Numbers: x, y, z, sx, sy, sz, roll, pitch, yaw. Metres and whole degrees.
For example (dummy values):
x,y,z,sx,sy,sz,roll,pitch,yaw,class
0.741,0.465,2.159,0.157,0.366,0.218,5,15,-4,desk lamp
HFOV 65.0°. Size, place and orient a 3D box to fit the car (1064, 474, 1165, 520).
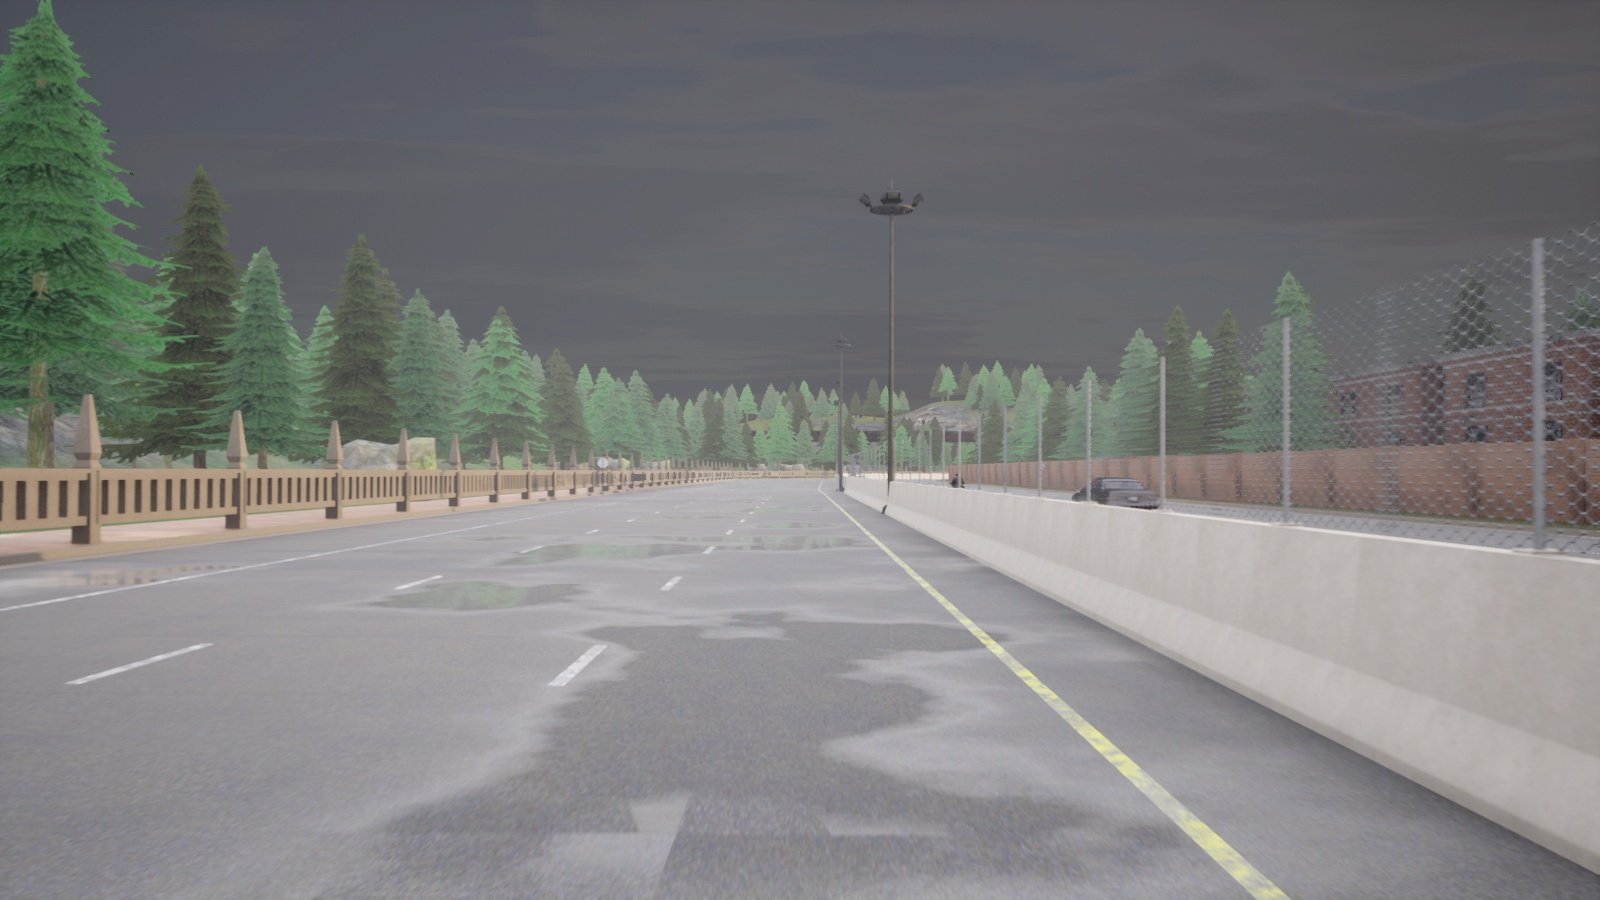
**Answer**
x,y,z,sx,sy,sz,roll,pitch,yaw,class
10.467,1.527,42.213,2.033,1.411,5.357,0,-1,0,car
